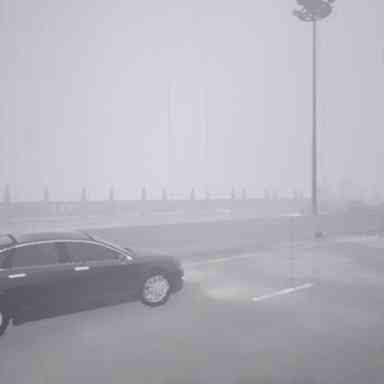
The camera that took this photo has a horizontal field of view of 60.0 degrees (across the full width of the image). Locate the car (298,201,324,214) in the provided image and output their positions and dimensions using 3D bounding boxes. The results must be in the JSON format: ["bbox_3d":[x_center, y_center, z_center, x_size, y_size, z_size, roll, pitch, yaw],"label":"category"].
[{"bbox_3d":[13.044,1.595,34.793,4.181,1.385,1.994,0,0,-35],"label":"car"}]

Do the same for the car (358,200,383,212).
[{"bbox_3d":[16.715,1.594,28.815,4.181,1.385,1.994,0,0,-35],"label":"car"}]

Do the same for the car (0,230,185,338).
[{"bbox_3d":[-2.410,1.504,6.328,4.892,1.490,1.837,0,0,-36],"label":"car"}]

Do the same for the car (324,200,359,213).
[{"bbox_3d":[15.258,1.536,32.075,4.892,1.490,1.837,0,0,-35],"label":"car"}]
